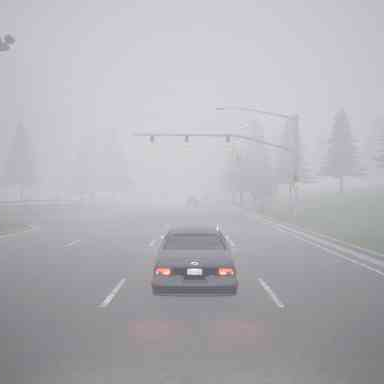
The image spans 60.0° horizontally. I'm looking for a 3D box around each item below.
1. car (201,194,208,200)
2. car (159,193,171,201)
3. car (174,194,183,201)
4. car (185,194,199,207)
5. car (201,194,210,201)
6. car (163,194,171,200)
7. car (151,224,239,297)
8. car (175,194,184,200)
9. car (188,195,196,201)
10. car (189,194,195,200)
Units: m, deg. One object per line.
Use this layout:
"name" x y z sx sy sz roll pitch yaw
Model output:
"car" 3.519 1.310 93.869 1.882 1.535 5.008 0 0 0
"car" -6.983 1.217 83.482 2.150 2.045 5.566 0 0 0
"car" -3.483 1.517 83.868 1.812 1.442 4.674 0 0 0
"car" 0.009 1.352 52.807 2.097 1.767 4.553 0 0 0
"car" 3.517 1.492 83.449 1.837 1.490 4.892 0 0 0
"car" -6.981 1.385 93.872 1.994 1.385 4.181 0 0 0
"car" 0.068 1.547 8.768 2.033 1.411 5.357 0 0 0
"car" -3.481 1.357 93.871 2.128 1.511 4.902 0 0 0
"car" 0.017 1.531 83.450 2.033 1.411 5.357 0 0 0
"car" 0.019 1.310 93.870 1.882 1.535 5.008 0 0 0
